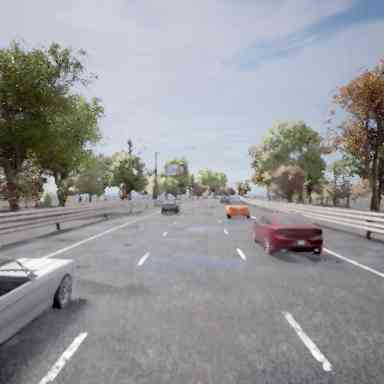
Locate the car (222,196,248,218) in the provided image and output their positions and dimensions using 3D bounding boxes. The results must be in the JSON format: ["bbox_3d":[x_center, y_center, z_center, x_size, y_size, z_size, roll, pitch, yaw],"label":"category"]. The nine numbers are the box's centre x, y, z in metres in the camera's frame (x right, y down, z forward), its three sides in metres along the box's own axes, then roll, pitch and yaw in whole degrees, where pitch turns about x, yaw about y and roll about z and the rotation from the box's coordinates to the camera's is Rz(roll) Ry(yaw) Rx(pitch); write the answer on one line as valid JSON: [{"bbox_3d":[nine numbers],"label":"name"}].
[{"bbox_3d":[4.301,1.552,32.248,2.097,1.767,4.553,0,-1,2],"label":"car"}]

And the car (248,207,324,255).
[{"bbox_3d":[3.744,1.564,13.747,1.882,1.535,5.008,0,0,1],"label":"car"}]

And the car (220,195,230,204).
[{"bbox_3d":[7.532,1.956,78.758,2.033,1.649,4.856,0,0,6],"label":"car"}]

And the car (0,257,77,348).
[{"bbox_3d":[-3.387,1.623,4.997,1.895,1.301,4.718,0,0,0],"label":"car"}]

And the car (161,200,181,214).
[{"bbox_3d":[-2.411,1.725,38.981,2.128,1.511,4.902,0,0,3],"label":"car"}]
